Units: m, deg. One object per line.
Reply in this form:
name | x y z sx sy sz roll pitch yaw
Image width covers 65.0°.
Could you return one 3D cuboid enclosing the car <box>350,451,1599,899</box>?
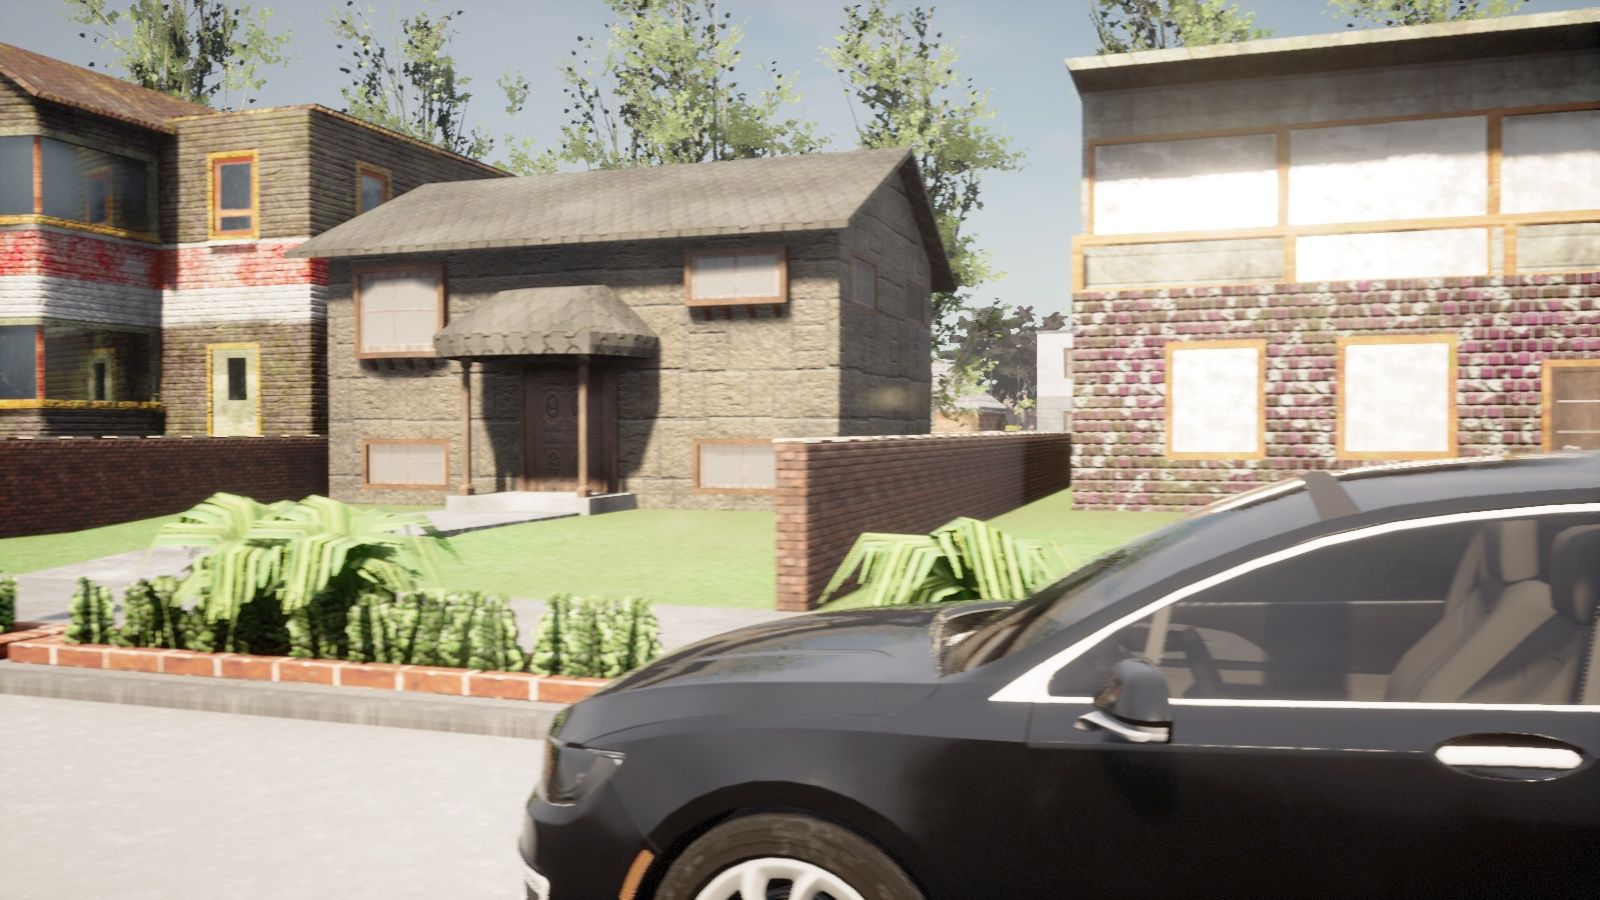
car | 1.492 0.785 3.219 4.892 1.490 1.837 1 1 19
